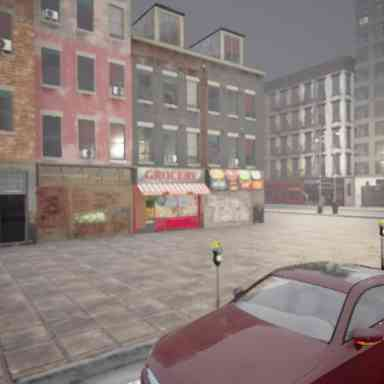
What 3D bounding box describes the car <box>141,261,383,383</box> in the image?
[{"bbox_3d":[1.468,1.554,3.859,4.206,1.307,1.802,-1,0,-35],"label":"car"}]
